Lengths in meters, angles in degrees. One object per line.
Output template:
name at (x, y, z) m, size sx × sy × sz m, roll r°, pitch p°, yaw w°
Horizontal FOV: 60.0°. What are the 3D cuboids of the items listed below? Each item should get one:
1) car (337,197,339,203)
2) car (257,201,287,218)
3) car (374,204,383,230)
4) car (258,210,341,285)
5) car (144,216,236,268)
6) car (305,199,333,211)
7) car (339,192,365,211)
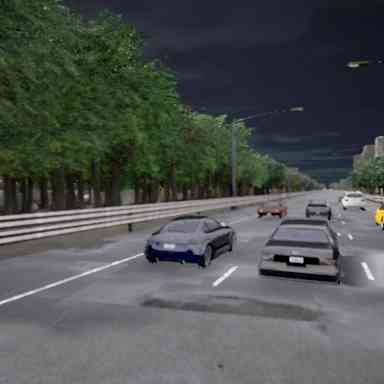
car at (27.696, 1.299, 60.920) m, size 1.895 × 1.301 × 4.718 m, roll 0°, pitch 0°, yaw 22°
car at (6.788, 1.440, 27.692) m, size 1.895 × 1.301 × 4.718 m, roll 0°, pitch 0°, yaw 22°
car at (12.172, 1.389, 19.812) m, size 1.882 × 1.535 × 5.008 m, roll 0°, pitch 0°, yaw 22°
car at (3.185, 1.494, 9.484) m, size 2.033 × 1.411 × 5.357 m, roll 0°, pitch 0°, yaw 22°
car at (0.117, 1.488, 11.233) m, size 1.994 × 1.385 × 4.181 m, roll 0°, pitch 0°, yaw 22°
car at (10.296, 1.348, 27.032) m, size 2.128 × 1.511 × 4.902 m, roll 0°, pitch 0°, yaw 22°
car at (18.565, 1.036, 38.369) m, size 2.150 × 2.045 × 5.566 m, roll 0°, pitch 1°, yaw 22°
